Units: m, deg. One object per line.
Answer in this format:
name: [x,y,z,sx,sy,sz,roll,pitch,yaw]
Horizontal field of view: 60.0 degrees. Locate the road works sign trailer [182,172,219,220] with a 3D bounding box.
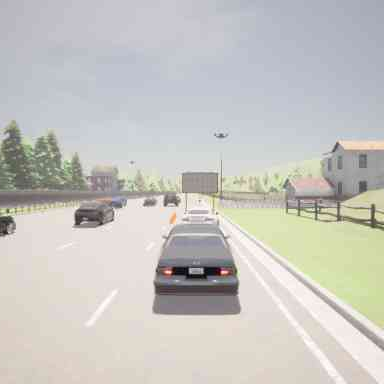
road works sign trailer: [0.517,0.464,22.074,2.380,3.560,2.880,0,0,-3]

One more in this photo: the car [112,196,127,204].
car: [-13.813,1.525,63.738,1.812,1.442,4.674,0,0,0]

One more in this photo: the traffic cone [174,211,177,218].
traffic cone: [-1.453,1.955,25.181,0.340,0.580,0.340,0,0,0]

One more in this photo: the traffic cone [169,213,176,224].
traffic cone: [-1.456,1.955,23.181,0.340,0.580,0.340,0,0,0]

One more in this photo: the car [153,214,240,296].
car: [0.110,1.547,8.825,2.033,1.411,5.357,0,0,1]

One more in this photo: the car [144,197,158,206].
car: [-6.830,1.547,55.413,2.033,1.411,5.357,0,0,0]

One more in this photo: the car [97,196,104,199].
car: [-13.829,1.352,53.136,2.097,1.767,4.553,0,0,0]

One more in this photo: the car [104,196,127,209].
car: [-10.338,1.525,45.920,1.812,1.442,4.674,0,0,0]

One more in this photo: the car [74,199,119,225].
car: [-6.867,1.502,23.817,1.837,1.490,4.892,0,-1,0]

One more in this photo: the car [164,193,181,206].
car: [-3.327,1.221,53.362,2.150,2.045,5.566,0,0,0]

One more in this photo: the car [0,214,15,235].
car: [-10.378,1.477,15.760,1.882,1.535,5.008,0,0,0]

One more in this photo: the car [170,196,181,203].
car: [-3.307,1.564,68.577,1.994,1.385,4.181,0,0,0]

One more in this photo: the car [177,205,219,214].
car: [0.486,1.539,18.460,1.812,1.442,4.674,0,-1,6]
